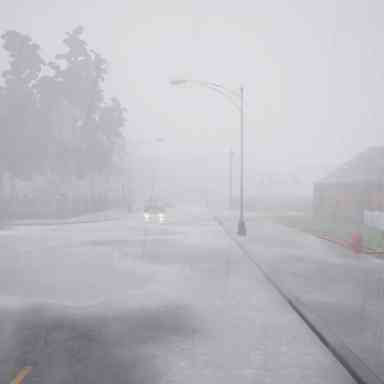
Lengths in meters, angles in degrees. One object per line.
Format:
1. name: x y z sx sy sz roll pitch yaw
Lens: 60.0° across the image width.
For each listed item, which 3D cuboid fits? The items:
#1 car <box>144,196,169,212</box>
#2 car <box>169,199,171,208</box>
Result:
1. car: -4.175 1.352 37.899 2.097 1.767 4.553 0 0 0
2. car: -4.175 1.352 48.151 2.097 1.767 4.553 0 0 0
